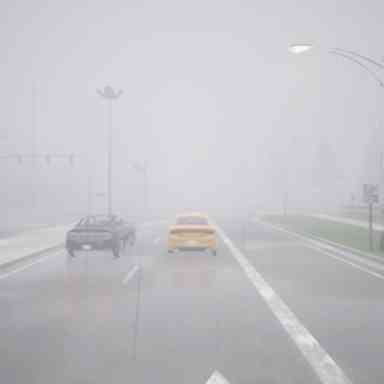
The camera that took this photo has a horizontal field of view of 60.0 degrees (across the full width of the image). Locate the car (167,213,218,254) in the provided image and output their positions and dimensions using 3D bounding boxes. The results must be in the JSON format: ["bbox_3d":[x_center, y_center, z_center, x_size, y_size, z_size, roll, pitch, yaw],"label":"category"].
[{"bbox_3d":[0.032,1.637,14.222,1.882,1.535,5.008,0,0,1],"label":"car"}]

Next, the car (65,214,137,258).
[{"bbox_3d":[-3.477,1.644,13.480,2.128,1.511,4.902,0,0,1],"label":"car"}]
